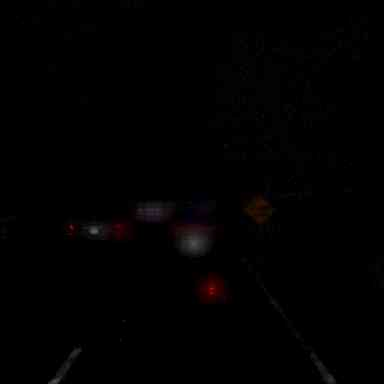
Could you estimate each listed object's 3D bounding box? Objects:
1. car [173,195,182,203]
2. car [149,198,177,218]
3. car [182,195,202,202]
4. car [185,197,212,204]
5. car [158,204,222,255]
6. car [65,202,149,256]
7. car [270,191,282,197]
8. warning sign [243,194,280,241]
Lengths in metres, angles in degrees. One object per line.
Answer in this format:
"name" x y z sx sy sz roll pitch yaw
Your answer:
"car" -2.352 1.199 60.590 1.994 1.385 4.181 0 0 18
"car" -2.717 1.413 25.712 2.033 1.411 5.357 0 0 5
"car" 0.583 1.169 59.206 2.033 1.411 5.357 0 0 18
"car" 0.787 1.410 27.868 1.994 1.385 4.181 0 1 6
"car" 0.101 1.429 12.986 2.128 1.511 4.902 0 0 1
"car" -3.148 1.288 12.920 2.097 1.767 4.553 0 0 1
"car" 21.889 0.600 86.504 1.837 1.490 4.892 -1 1 33
"warning sign" 2.879 1.049 13.882 1.300 1.860 1.060 -1 -1 0
